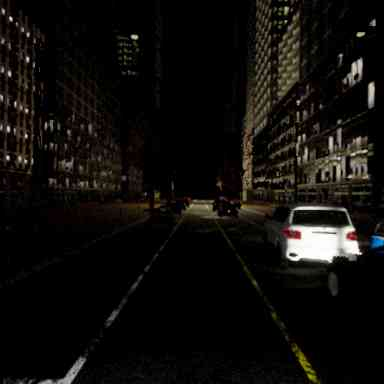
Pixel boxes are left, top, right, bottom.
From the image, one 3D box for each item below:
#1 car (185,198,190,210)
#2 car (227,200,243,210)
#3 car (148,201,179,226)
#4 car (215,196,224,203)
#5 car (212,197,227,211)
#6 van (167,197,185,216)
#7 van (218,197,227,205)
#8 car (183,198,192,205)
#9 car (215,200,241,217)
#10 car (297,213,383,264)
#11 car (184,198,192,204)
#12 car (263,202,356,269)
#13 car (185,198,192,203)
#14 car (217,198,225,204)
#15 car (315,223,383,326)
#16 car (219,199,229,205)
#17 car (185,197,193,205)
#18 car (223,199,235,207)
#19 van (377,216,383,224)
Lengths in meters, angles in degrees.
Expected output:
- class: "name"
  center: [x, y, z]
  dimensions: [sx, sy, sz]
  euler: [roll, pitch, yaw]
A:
- class: "car"
  center: [-1.693, 1.898, 47.700]
  dimensions: [2.008, 1.369, 4.403]
  euler: [1, 0, 1]
- class: "car"
  center: [6.811, 2.090, 53.177]
  dimensions: [2.008, 1.369, 4.403]
  euler: [1, 0, 1]
- class: "car"
  center: [-2.203, 1.683, 24.865]
  dimensions: [1.752, 1.417, 4.829]
  euler: [1, 0, 1]
- class: "car"
  center: [7.701, 2.182, 92.844]
  dimensions: [2.192, 1.841, 5.009]
  euler: [1, 0, 1]
- class: "car"
  center: [3.996, 1.794, 47.238]
  dimensions: [2.097, 1.767, 4.553]
  euler: [1, -1, 1]
- class: "van"
  center: [-1.943, 1.594, 36.370]
  dimensions: [1.690, 1.788, 3.998]
  euler: [1, 0, 1]
- class: "van"
  center: [7.447, 2.115, 81.510]
  dimensions: [1.690, 1.788, 3.998]
  euler: [1, 0, 1]
- class: "car"
  center: [-1.060, 2.128, 76.033]
  dimensions: [1.887, 1.381, 4.507]
  euler: [1, 0, 1]
- class: "car"
  center: [3.759, 1.909, 35.380]
  dimensions: [1.994, 1.385, 4.181]
  euler: [1, 0, 2]
- class: "car"
  center: [5.928, 1.737, 13.682]
  dimensions: [1.752, 1.417, 4.829]
  euler: [1, 0, 1]
- class: "car"
  center: [-0.934, 2.196, 81.698]
  dimensions: [1.947, 1.339, 4.313]
  euler: [1, 0, 1]
- class: "car"
  center: [3.861, 1.383, 11.736]
  dimensions: [2.150, 2.045, 5.566]
  euler: [1, 0, 6]
- class: "car"
  center: [-0.810, 2.200, 87.195]
  dimensions: [1.752, 1.417, 4.829]
  euler: [1, 0, 1]
- class: "car"
  center: [7.571, 2.372, 87.176]
  dimensions: [2.008, 1.369, 4.403]
  euler: [1, 0, 1]
- class: "car"
  center: [3.960, 1.592, 5.621]
  dimensions: [1.882, 1.535, 5.008]
  euler: [1, 0, 1]
- class: "car"
  center: [7.317, 2.272, 75.843]
  dimensions: [1.887, 1.381, 4.507]
  euler: [1, 0, 1]
- class: "car"
  center: [-1.436, 1.757, 59.035]
  dimensions: [2.192, 1.841, 5.009]
  euler: [1, 0, 1]
- class: "car"
  center: [7.064, 2.178, 64.510]
  dimensions: [1.887, 1.381, 4.507]
  euler: [1, 0, 1]
- class: "van"
  center: [5.800, 1.505, 7.848]
  dimensions: [1.690, 1.788, 3.998]
  euler: [1, 0, 1]
